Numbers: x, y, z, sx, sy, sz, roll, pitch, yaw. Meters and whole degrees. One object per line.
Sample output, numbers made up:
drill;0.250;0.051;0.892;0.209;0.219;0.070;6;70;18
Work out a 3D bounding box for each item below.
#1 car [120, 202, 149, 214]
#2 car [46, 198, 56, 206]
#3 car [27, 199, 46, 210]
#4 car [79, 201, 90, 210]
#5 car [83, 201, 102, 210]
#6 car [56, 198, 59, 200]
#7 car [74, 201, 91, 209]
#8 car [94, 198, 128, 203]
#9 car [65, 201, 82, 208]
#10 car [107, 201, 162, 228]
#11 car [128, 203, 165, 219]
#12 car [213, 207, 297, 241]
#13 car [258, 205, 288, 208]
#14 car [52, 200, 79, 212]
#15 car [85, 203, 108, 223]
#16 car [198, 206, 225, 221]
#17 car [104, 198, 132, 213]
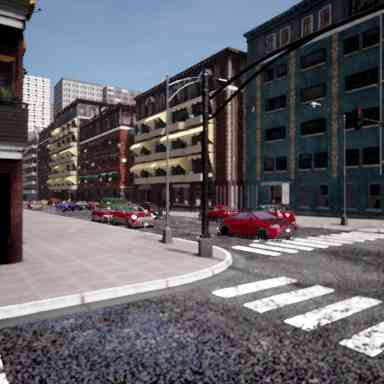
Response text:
car;-7.327;2.045;42.316;1.947;1.339;4.313;-1;0;-35
car;-32.722;2.335;78.727;2.192;1.841;5.009;-1;0;-35
car;-26.476;2.175;55.996;1.967;1.590;4.097;-1;0;-35
car;-17.903;2.259;53.159;1.895;1.301;4.718;0;-1;-35
car;-16.849;2.266;55.970;1.802;1.307;4.206;-1;0;-35
car;-26.371;2.437;69.623;2.008;1.369;4.403;-1;0;-35
car;-20.023;2.333;60.521;1.802;1.307;4.206;-1;0;-35
car;-7.598;1.600;33.255;2.150;2.045;5.566;0;-1;-35
car;-23.197;2.385;65.072;1.947;1.339;4.313;-1;0;-35
car;-4.259;1.698;24.138;1.967;1.590;4.097;-1;0;-35
car;-4.772;1.902;34.361;1.812;1.442;4.674;0;-1;-35
car;3.420;1.707;17.657;1.994;1.385;4.181;0;-1;-38
car;5.373;1.646;24.117;1.967;1.590;4.097;-1;0;-35
car;-18.969;2.246;49.733;1.895;1.301;4.718;0;-1;-35
car;-7.431;1.908;28.688;1.802;1.307;4.206;-1;0;-35
car;2.198;1.857;28.665;1.802;1.307;4.206;-1;0;-35
car;-10.505;1.863;46.868;2.192;1.841;5.009;-1;0;-35
